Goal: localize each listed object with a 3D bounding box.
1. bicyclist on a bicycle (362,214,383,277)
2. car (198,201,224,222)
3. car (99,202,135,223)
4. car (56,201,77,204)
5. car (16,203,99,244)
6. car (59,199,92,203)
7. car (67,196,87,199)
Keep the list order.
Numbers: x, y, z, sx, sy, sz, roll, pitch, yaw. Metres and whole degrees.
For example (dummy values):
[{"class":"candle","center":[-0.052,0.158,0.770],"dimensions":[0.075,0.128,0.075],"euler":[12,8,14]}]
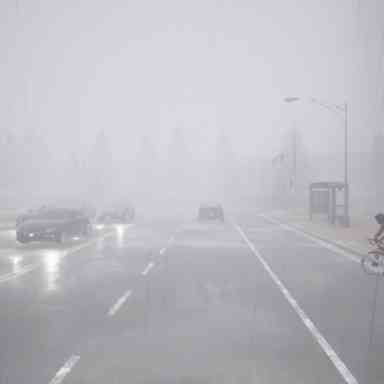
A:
[{"class":"bicyclist on a bicycle","center":[5.205,1.362,8.712],"dimensions":[1.656,1.620,0.582],"euler":[-9,0,3]},{"class":"car","center":[1.492,1.457,25.943],"dimensions":[1.882,1.535,5.008],"euler":[0,0,3]},{"class":"car","center":[-5.668,1.504,25.629],"dimensions":[1.812,1.442,4.674],"euler":[0,0,4]},{"class":"car","center":[-9.444,1.545,21.486],"dimensions":[1.994,1.385,4.181],"euler":[0,0,4]},{"class":"car","center":[-6.288,1.492,15.730],"dimensions":[1.837,1.490,4.892],"euler":[0,0,3]},{"class":"car","center":[-9.089,1.538,26.554],"dimensions":[1.812,1.442,4.674],"euler":[0,0,3]},{"class":"car","center":[-16.689,1.410,46.999],"dimensions":[4.892,1.490,1.837],"euler":[0,-1,9]}]
